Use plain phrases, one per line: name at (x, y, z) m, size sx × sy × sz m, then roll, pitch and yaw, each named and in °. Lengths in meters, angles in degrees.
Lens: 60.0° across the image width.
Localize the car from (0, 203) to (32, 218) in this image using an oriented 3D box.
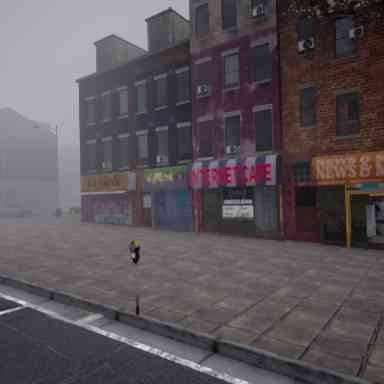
car at (-16.226, 1.631, 28.949) m, size 1.994 × 1.385 × 4.181 m, roll -2°, pitch -1°, yaw 36°

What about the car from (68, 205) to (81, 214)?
car at (-10.771, 1.609, 36.539) m, size 2.033 × 1.411 × 5.357 m, roll -2°, pitch -1°, yaw 35°
